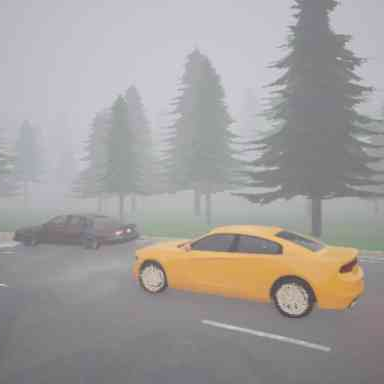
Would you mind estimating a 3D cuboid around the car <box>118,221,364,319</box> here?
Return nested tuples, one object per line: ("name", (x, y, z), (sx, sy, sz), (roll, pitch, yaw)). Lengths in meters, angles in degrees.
("car", (0.974, 1.482, 7.357), (5.008, 1.535, 1.882), (0, -1, 30))

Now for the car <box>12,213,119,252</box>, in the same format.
("car", (-4.895, 1.616, 14.095), (5.357, 1.411, 2.033), (-1, 0, 19))
